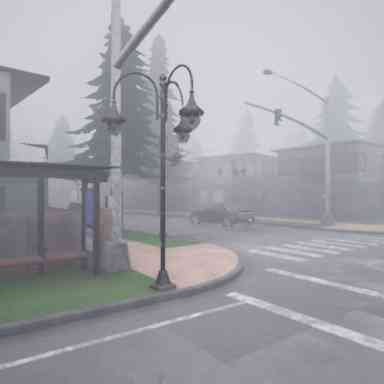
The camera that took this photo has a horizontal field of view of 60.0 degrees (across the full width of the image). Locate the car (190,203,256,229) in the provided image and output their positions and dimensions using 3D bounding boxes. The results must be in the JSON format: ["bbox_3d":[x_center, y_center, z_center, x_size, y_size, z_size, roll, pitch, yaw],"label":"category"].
[{"bbox_3d":[1.886,1.483,21.808,2.128,1.511,4.902,0,0,-42],"label":"car"}]
